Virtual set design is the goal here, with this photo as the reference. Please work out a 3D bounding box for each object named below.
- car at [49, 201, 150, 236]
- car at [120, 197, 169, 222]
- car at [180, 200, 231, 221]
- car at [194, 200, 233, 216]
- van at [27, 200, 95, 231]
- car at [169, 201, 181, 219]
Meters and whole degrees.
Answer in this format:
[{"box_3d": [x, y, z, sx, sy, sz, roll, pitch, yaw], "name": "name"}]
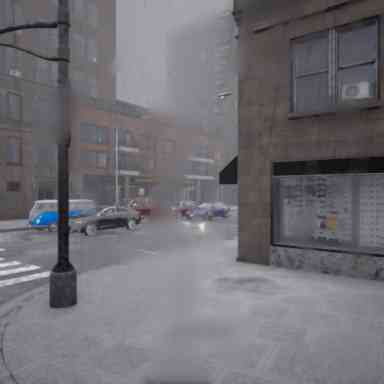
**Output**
[{"box_3d": [-5.006, 1.507, 18.699, 2.128, 1.511, 4.902, 0, 0, 36], "name": "car"}, {"box_3d": [-4.322, 1.334, 24.345, 2.192, 1.841, 5.009, 0, 0, 36], "name": "car"}, {"box_3d": [1.371, 1.549, 27.506, 1.812, 1.442, 4.674, 0, 0, 36], "name": "car"}, {"box_3d": [2.241, 1.572, 33.410, 1.887, 1.381, 4.507, 0, 0, 36], "name": "car"}, {"box_3d": [-7.604, 1.355, 19.812, 1.690, 1.788, 3.998, 0, 0, 36], "name": "van"}, {"box_3d": [-1.040, 1.463, 28.877, 1.967, 1.590, 4.097, 0, 0, 36], "name": "car"}]
